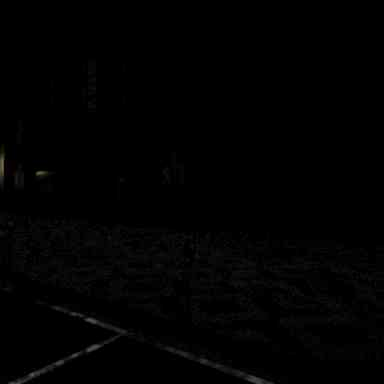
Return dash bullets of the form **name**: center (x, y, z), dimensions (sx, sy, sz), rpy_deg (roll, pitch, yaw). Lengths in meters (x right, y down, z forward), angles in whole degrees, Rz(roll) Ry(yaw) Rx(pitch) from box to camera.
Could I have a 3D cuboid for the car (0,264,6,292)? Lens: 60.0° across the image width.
- **car**: center (-5.843, 1.458, 7.130), dimensions (4.829, 1.417, 1.752), rpy_deg (1, 0, 36)
